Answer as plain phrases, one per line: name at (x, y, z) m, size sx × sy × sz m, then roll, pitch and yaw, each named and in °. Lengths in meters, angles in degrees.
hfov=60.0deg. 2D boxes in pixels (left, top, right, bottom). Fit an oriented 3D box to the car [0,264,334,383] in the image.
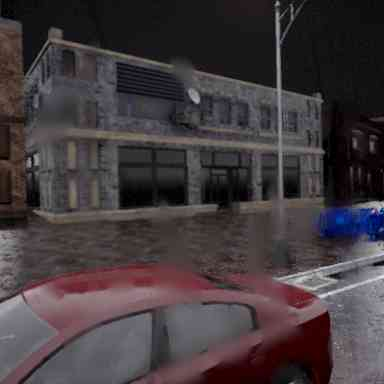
car at (-0.872, 1.474, 2.749) m, size 5.008 × 1.535 × 1.882 m, roll 0°, pitch 0°, yaw -35°
